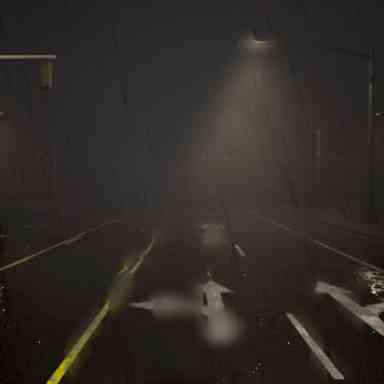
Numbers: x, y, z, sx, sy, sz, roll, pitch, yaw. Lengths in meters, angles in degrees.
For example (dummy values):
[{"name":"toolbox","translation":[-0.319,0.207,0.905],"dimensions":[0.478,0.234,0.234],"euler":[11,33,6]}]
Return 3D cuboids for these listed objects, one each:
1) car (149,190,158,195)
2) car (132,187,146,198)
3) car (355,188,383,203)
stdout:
[{"name":"car","translation":[-10.494,0.137,90.477],"dimensions":[1.812,1.442,4.674],"euler":[0,1,0]},{"name":"car","translation":[-10.495,0.093,66.500],"dimensions":[2.150,2.045,5.566],"euler":[0,1,0]},{"name":"car","translation":[23.820,0.457,42.166],"dimensions":[5.566,2.045,2.150],"euler":[0,1,1]}]
